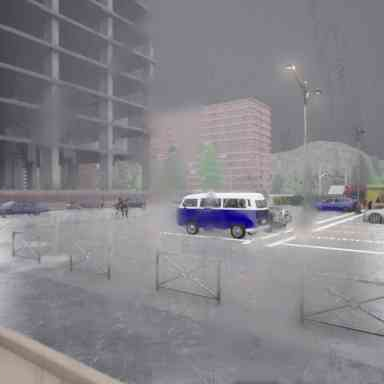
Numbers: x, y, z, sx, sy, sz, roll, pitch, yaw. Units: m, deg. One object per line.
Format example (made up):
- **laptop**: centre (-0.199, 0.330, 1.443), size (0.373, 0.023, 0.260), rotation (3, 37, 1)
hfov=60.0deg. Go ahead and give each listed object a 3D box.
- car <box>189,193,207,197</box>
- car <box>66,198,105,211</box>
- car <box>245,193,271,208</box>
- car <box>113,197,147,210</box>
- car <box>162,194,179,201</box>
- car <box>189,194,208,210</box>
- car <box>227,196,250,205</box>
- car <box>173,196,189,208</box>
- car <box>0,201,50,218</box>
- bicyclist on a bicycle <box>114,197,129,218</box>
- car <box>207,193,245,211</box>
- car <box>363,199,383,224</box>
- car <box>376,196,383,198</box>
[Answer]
- **car**: centre (2.414, 1.225, 56.081), size (2.150, 2.045, 5.566), rotation (0, 0, 35)
- **car**: centre (-12.932, 1.436, 40.564), size (2.128, 1.511, 4.902), rotation (0, 0, 35)
- **car**: centre (11.034, 1.436, 56.157), size (2.128, 1.511, 4.902), rotation (0, 0, 35)
- **car**: centre (-7.733, 1.446, 41.858), size (1.837, 1.490, 4.892), rotation (0, 1, 35)
- **car**: centre (-5.108, 1.285, 77.827), size (1.851, 1.617, 3.988), rotation (0, 0, 36)
- **car**: centre (2.250, 1.436, 49.692), size (2.128, 1.511, 4.902), rotation (0, 0, 36)
- **car**: centre (8.174, 1.422, 58.174), size (1.882, 1.535, 5.008), rotation (0, 0, 35)
- **car**: centre (-1.230, 1.437, 57.013), size (2.128, 1.511, 4.902), rotation (0, 0, 36)
- **car**: centre (-15.858, 1.492, 30.348), size (2.033, 1.411, 5.357), rotation (0, 0, 35)
- **bicyclist on a bicycle**: centre (-5.504, 1.248, 25.969), size (1.656, 1.620, 0.582), rotation (0, 0, 35)
- **car**: centre (4.929, 1.166, 47.431), size (2.150, 2.045, 5.566), rotation (0, 0, 36)
- **car**: centre (13.246, 1.395, 21.481), size (3.806, 1.475, 1.970), rotation (0, 0, 36)
- **car**: centre (16.452, 1.153, 26.046), size (4.605, 1.855, 1.932), rotation (0, 0, 36)
